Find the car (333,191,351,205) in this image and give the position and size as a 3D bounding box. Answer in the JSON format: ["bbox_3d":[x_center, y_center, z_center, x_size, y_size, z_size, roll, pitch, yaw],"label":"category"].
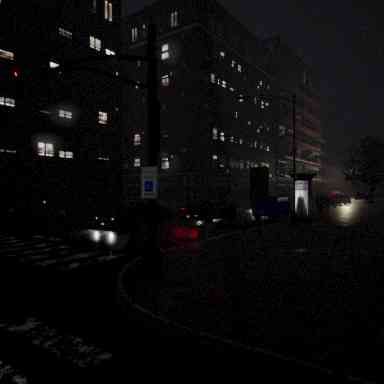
[{"bbox_3d":[18.854,0.923,42.096,1.947,1.339,4.313,1,1,36],"label":"car"}]

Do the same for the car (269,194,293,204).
[{"bbox_3d":[12.595,0.933,46.891,1.802,1.307,4.206,1,1,36],"label":"car"}]

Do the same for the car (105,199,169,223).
[{"bbox_3d":[-3.812,1.283,23.916,1.887,1.381,4.507,1,1,36],"label":"car"}]

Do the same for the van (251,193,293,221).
[{"bbox_3d":[5.716,1.009,23.693,1.690,1.788,3.998,1,1,36],"label":"van"}]

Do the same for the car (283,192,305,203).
[{"bbox_3d":[15.777,0.801,51.346,1.752,1.417,4.829,1,1,36],"label":"car"}]

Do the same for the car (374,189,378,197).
[{"bbox_3d":[31.993,0.590,60.494,1.887,1.381,4.507,1,1,36],"label":"car"}]

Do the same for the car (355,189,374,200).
[{"bbox_3d":[28.709,0.564,55.892,1.967,1.590,4.097,1,1,36],"label":"car"}]

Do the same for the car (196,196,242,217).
[{"bbox_3d":[2.410,1.165,28.405,1.812,1.442,4.674,0,1,35],"label":"car"}]

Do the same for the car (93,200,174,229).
[{"bbox_3d":[-3.343,1.323,20.351,2.033,1.411,5.357,0,1,36],"label":"car"}]

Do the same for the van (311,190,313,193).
[{"bbox_3d":[19.158,0.536,56.076,1.690,1.788,3.998,1,1,36],"label":"van"}]

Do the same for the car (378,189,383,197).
[{"bbox_3d":[41.847,0.356,74.293,1.887,1.381,4.507,1,1,36],"label":"car"}]

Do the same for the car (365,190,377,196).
[{"bbox_3d":[44.237,0.216,82.070,1.994,1.385,4.181,0,1,36],"label":"car"}]

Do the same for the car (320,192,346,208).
[{"bbox_3d":[15.569,0.979,37.496,1.887,1.381,4.507,1,1,36],"label":"car"}]

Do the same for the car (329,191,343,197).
[{"bbox_3d":[32.282,0.428,74.458,1.887,1.381,4.507,1,1,36],"label":"car"}]

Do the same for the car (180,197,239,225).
[{"bbox_3d":[1.174,1.216,21.768,2.128,1.511,4.902,0,1,36],"label":"car"}]

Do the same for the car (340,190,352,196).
[{"bbox_3d":[38.845,0.278,83.648,2.008,1.369,4.403,1,1,36],"label":"car"}]

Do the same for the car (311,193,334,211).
[{"bbox_3d":[12.285,1.078,32.897,1.947,1.339,4.313,1,1,36],"label":"car"}]

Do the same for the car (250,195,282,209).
[{"bbox_3d":[8.210,1.066,36.525,1.994,1.385,4.181,0,1,35],"label":"car"}]

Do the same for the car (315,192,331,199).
[{"bbox_3d":[25.720,0.621,65.270,1.802,1.307,4.206,1,1,36],"label":"car"}]

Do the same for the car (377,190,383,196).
[{"bbox_3d":[45.132,0.315,78.893,1.802,1.307,4.206,1,1,36],"label":"car"}]
